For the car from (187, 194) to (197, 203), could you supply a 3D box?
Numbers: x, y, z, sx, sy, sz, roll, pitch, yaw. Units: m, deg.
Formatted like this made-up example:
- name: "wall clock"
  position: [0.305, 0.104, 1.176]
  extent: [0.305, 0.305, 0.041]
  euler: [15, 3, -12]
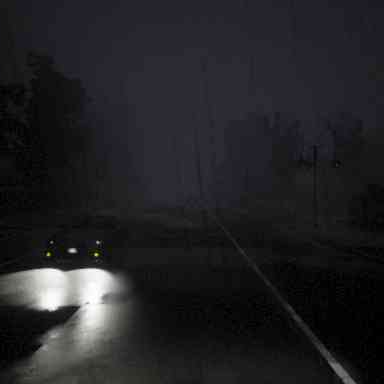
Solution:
- name: "car"
  position: [0.005, 1.122, 58.952]
  extent: [1.812, 1.442, 4.674]
  euler: [0, 1, 0]

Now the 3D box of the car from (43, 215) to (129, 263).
- name: "car"
  position: [-3.507, 1.527, 11.754]
  extent: [1.994, 1.385, 4.181]
  euler: [0, 0, 0]

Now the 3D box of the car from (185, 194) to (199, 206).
- name: "car"
  position: [0.005, 1.257, 48.952]
  extent: [1.994, 1.385, 4.181]
  euler: [0, 1, 0]
